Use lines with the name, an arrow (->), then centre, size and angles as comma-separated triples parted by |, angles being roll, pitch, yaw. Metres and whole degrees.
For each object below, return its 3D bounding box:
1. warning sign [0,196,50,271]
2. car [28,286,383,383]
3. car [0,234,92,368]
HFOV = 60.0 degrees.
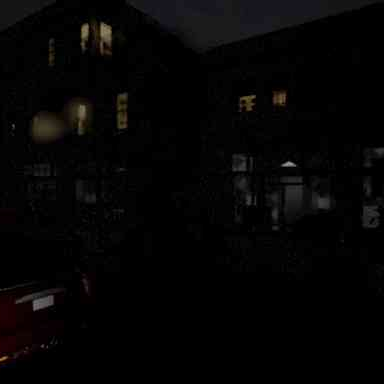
warning sign -> -4.851, 1.052, 9.196 | 1.060, 1.860, 1.300 | 1, 0, 35
car -> 1.090, 1.562, 2.102 | 4.313, 1.339, 1.947 | 0, 1, 35
car -> -3.450, 1.401, 5.291 | 4.097, 1.590, 1.967 | 0, 1, 35
